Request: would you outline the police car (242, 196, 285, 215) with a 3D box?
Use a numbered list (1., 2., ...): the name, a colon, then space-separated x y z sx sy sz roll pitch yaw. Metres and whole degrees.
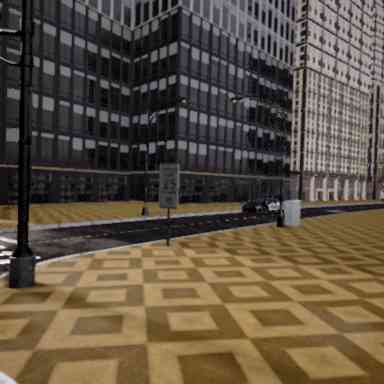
1. police car: 6.311 1.174 29.538 2.038 1.542 4.974 3 2 42
